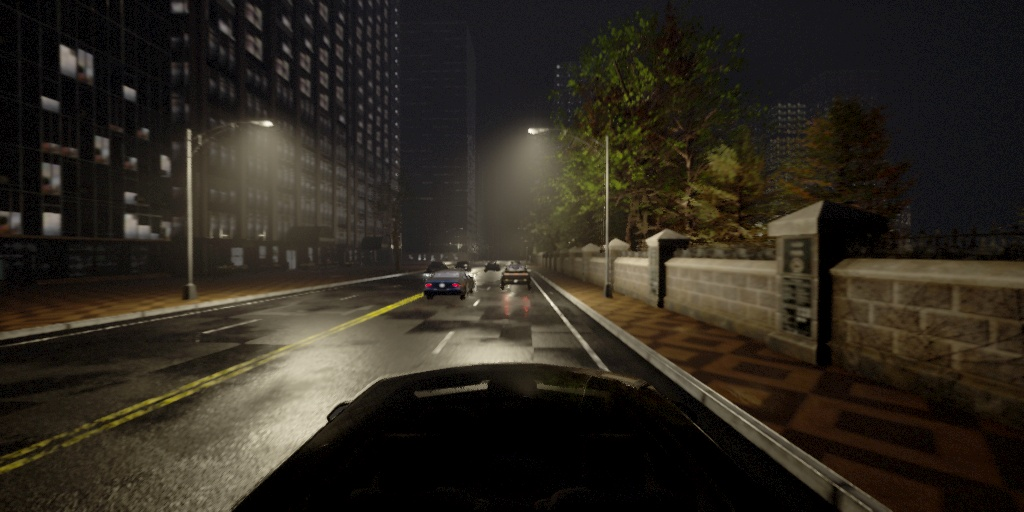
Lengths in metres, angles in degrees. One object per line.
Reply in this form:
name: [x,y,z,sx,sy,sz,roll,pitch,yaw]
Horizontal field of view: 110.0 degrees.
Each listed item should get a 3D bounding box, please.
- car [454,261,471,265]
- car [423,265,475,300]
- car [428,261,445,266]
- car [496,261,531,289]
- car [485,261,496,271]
car: [-6.185,1.412,45.229,1.837,1.490,4.892,0,0,0]
car: [-3.042,1.347,18.209,2.033,1.411,5.357,0,0,0]
car: [-9.436,1.415,45.175,1.812,1.442,4.674,0,0,1]
car: [0.251,1.307,23.851,2.128,1.511,4.902,0,0,0]
car: [-2.785,1.467,51.422,1.994,1.385,4.181,0,0,0]
